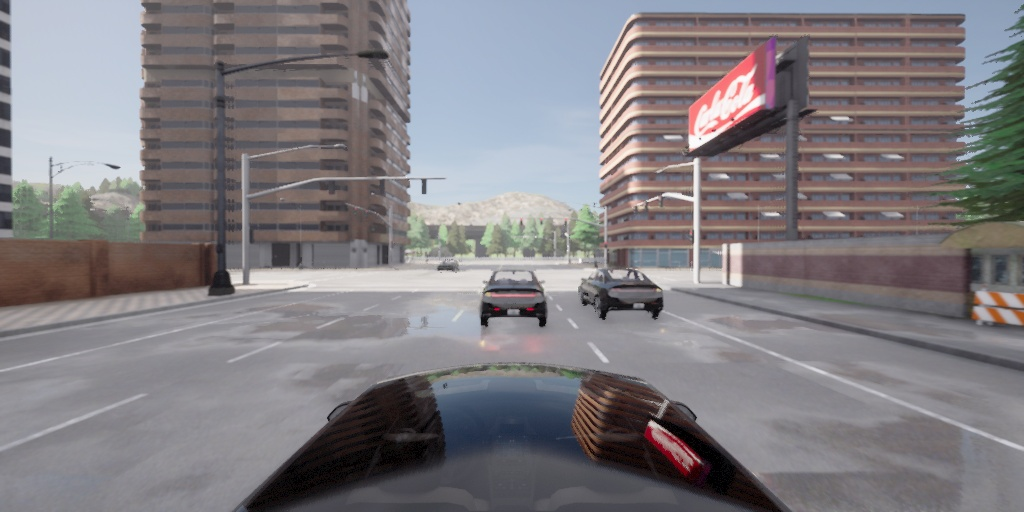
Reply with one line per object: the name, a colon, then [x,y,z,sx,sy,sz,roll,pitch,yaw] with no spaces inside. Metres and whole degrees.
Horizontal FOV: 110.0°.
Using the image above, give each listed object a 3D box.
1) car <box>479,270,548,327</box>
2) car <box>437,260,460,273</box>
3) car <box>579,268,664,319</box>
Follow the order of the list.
car: [0.055,1.176,11.273,2.128,1.511,4.902,0,0,1]
car: [-7.001,1.106,39.552,1.895,1.301,4.718,0,0,0]
car: [3.562,1.170,12.451,2.128,1.511,4.902,0,0,0]
